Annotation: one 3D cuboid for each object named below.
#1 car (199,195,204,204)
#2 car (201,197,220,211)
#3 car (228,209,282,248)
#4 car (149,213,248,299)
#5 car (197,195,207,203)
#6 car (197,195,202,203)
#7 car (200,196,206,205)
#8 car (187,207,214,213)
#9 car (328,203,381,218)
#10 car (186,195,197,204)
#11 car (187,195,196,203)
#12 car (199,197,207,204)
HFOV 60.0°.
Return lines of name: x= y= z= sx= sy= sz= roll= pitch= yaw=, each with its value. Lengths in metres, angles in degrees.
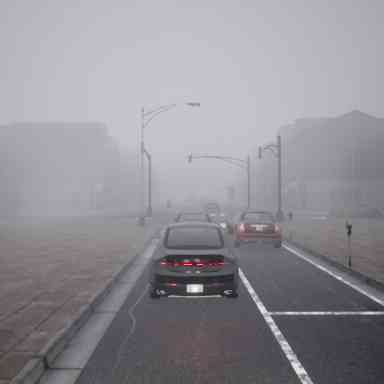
car: x=2.514 y=1.702 z=52.671 sx=1.752 sy=1.417 sz=4.829 roll=1 pitch=0 yaw=0
car: x=2.543 y=1.672 z=41.627 sx=1.947 sy=1.339 sz=4.313 roll=1 pitch=0 yaw=0
car: x=2.621 y=1.457 z=14.881 sx=1.967 sy=1.590 sz=4.097 roll=2 pitch=0 yaw=0
car: x=0.017 y=1.512 z=8.484 sx=1.837 sy=1.490 sz=4.892 roll=0 pitch=0 yaw=-1
car: x=2.445 y=1.735 z=79.692 sx=2.192 sy=1.841 sz=5.009 roll=1 pitch=-1 yaw=0
car: x=2.484 y=1.830 z=63.376 sx=1.947 sy=1.339 sz=4.313 roll=1 pitch=-1 yaw=0
car: x=2.528 y=1.705 z=47.064 sx=1.947 sy=1.339 sz=4.313 roll=1 pitch=0 yaw=0
car: x=0.050 y=1.619 z=15.959 sx=1.895 sy=1.301 sz=4.718 roll=0 pitch=0 yaw=0
car: x=14.484 y=1.630 z=29.740 sx=4.181 sy=1.385 sz=1.994 roll=0 pitch=-2 yaw=0
car: x=-0.180 y=1.570 z=72.172 sx=2.150 sy=2.045 sz=5.566 roll=0 pitch=-1 yaw=0
car: x=-0.221 y=1.676 z=82.581 sx=2.150 sy=2.045 sz=5.566 roll=0 pitch=-1 yaw=0
car: x=2.455 y=1.892 z=74.421 sx=1.752 sy=1.417 sz=4.829 roll=1 pitch=-1 yaw=0
